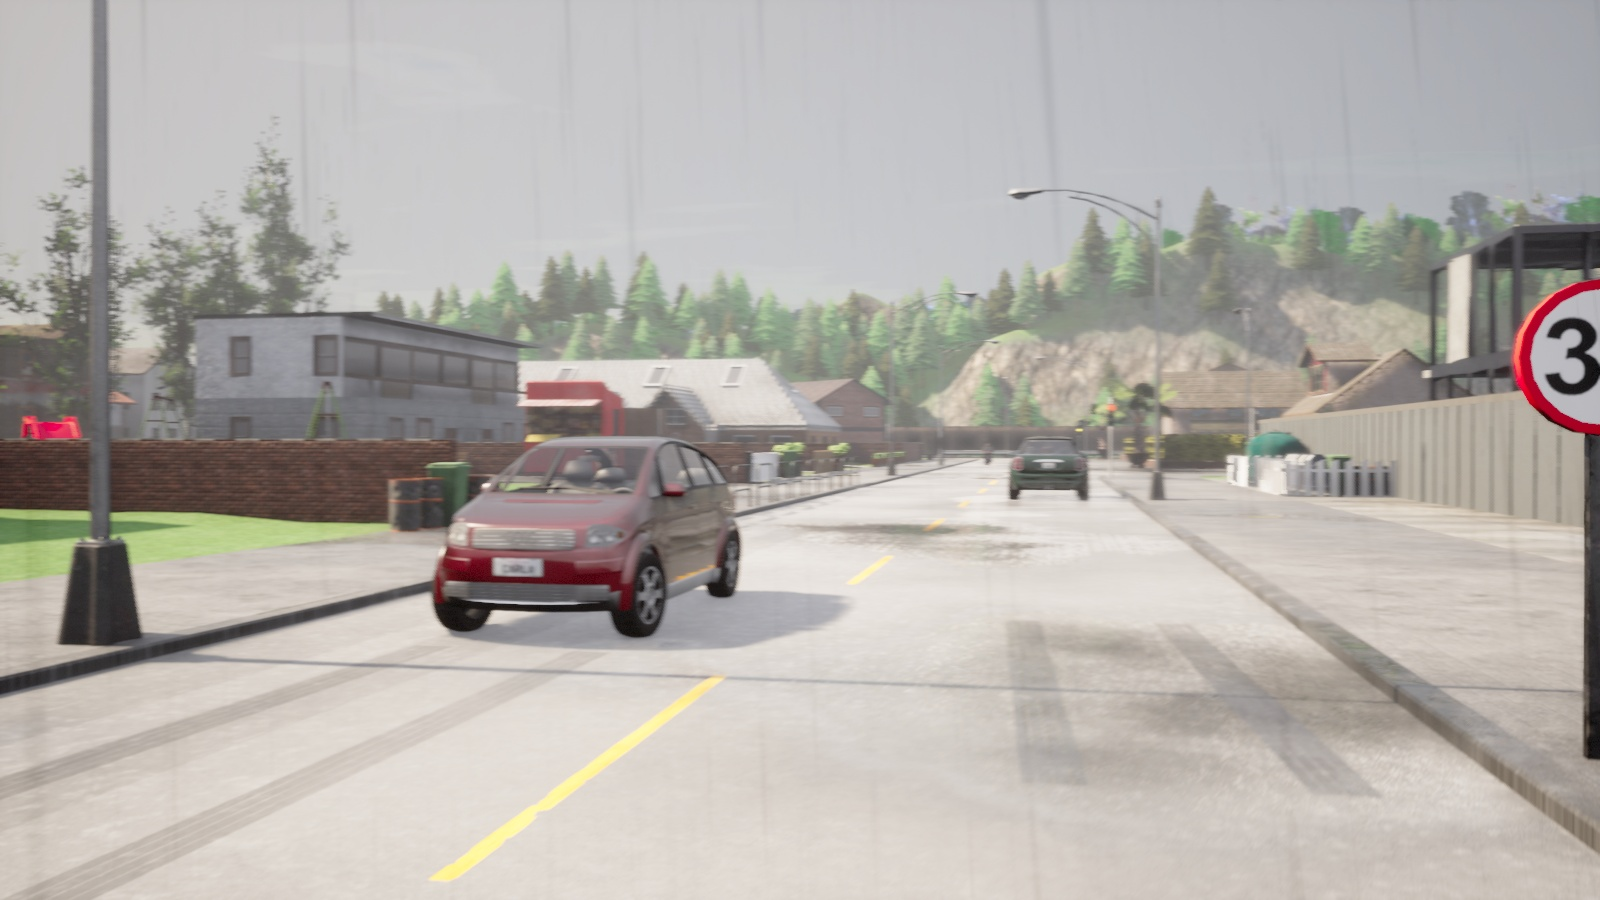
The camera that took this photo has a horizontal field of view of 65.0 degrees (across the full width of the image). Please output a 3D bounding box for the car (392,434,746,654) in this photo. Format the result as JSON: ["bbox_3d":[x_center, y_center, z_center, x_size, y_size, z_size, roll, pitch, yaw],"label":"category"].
[{"bbox_3d":[-1.770,0.656,10.881,1.789,1.549,3.705,0,0,11],"label":"car"}]

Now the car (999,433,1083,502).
[{"bbox_3d":[6.578,0.427,34.322,2.097,1.767,4.553,0,0,11],"label":"car"}]
